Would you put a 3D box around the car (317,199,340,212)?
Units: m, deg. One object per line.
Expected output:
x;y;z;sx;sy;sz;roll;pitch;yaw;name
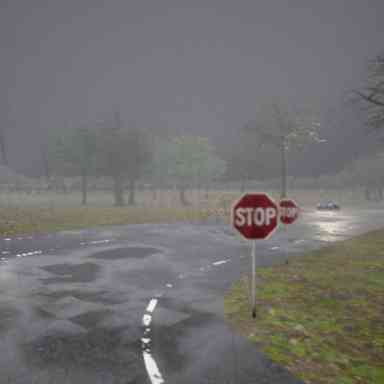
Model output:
19.596;1.827;47.727;2.097;1.767;4.553;1;0;40;car
